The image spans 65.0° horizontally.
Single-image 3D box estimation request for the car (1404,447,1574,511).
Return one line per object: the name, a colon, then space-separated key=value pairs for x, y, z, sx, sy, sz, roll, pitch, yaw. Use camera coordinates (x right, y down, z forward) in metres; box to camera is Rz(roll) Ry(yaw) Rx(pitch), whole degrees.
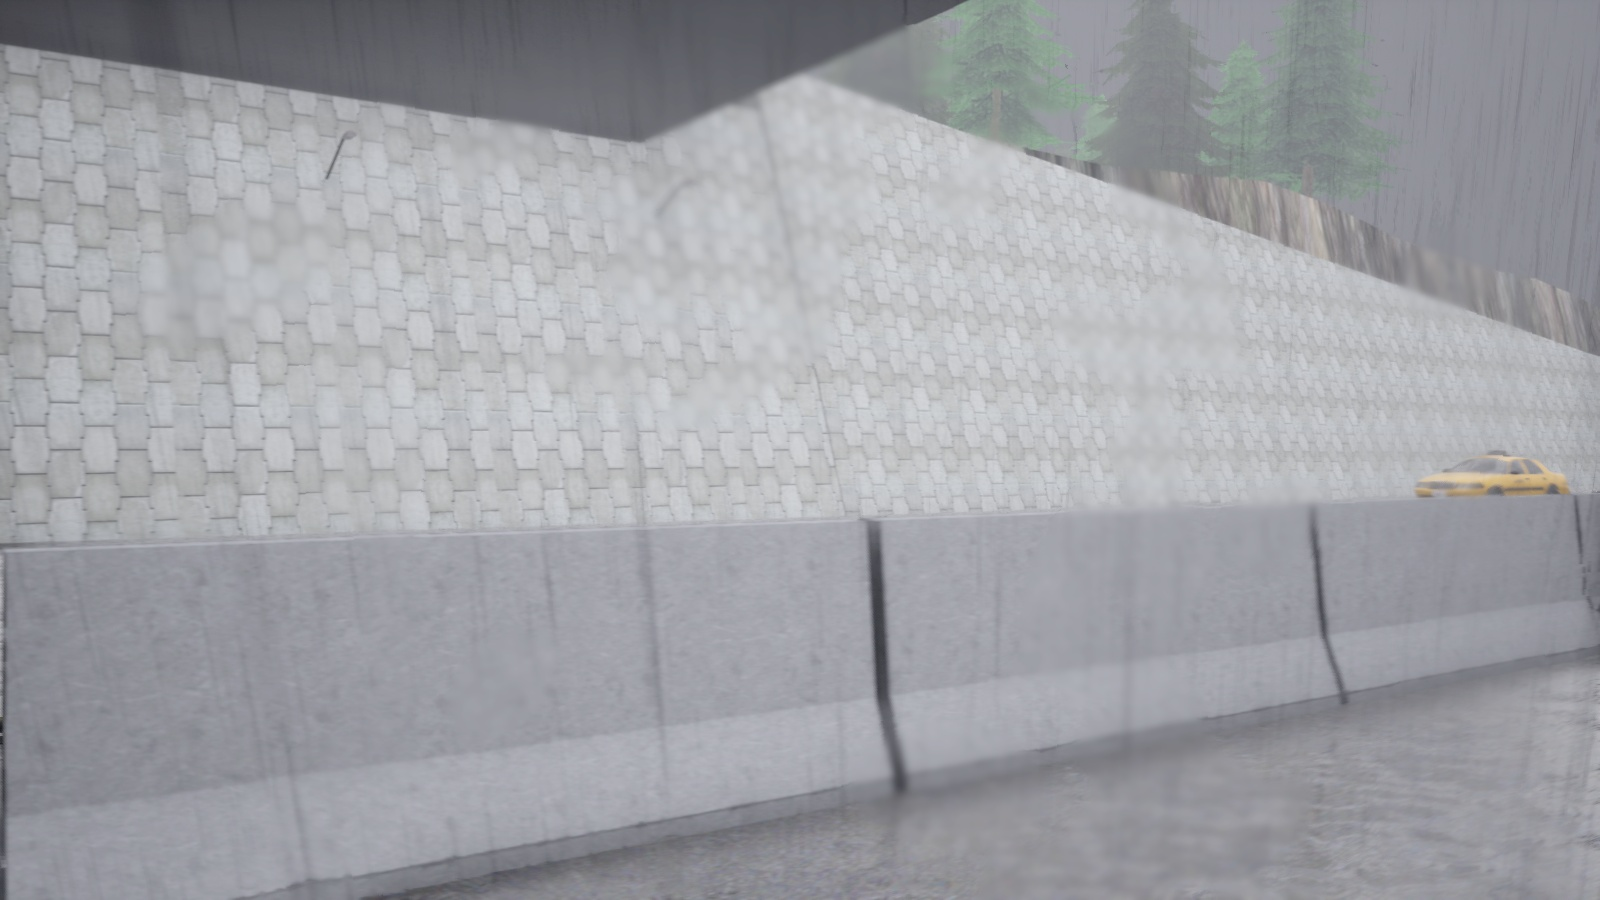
car: x=18.485 y=0.727 z=33.587 sx=5.366 sy=1.575 sz=1.801 roll=0 pitch=0 yaw=-35
